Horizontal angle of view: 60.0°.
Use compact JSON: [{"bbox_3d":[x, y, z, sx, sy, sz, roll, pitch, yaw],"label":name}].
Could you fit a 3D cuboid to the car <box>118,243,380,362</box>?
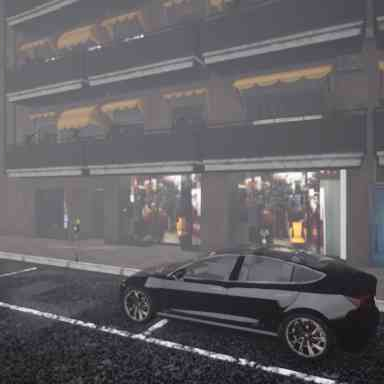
[{"bbox_3d":[0.762,1.567,5.686,4.313,1.339,1.947,0,0,27],"label":"car"}]
